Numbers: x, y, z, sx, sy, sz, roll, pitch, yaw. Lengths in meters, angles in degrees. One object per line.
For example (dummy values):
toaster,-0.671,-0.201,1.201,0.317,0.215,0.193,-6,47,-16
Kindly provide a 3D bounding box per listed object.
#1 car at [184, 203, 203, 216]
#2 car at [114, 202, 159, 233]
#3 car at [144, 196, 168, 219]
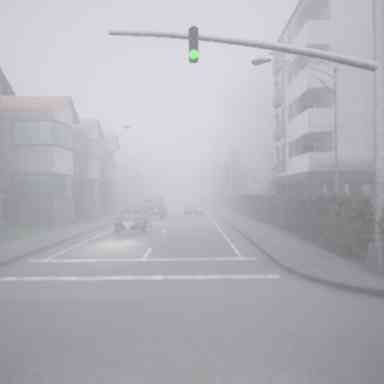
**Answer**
car,0.117,1.789,34.339,1.895,1.301,4.718,-1,0,-1
car,-3.583,1.675,21.072,2.128,1.511,4.902,-1,0,0
car,-3.554,1.441,31.648,2.150,2.045,5.566,-1,0,0
